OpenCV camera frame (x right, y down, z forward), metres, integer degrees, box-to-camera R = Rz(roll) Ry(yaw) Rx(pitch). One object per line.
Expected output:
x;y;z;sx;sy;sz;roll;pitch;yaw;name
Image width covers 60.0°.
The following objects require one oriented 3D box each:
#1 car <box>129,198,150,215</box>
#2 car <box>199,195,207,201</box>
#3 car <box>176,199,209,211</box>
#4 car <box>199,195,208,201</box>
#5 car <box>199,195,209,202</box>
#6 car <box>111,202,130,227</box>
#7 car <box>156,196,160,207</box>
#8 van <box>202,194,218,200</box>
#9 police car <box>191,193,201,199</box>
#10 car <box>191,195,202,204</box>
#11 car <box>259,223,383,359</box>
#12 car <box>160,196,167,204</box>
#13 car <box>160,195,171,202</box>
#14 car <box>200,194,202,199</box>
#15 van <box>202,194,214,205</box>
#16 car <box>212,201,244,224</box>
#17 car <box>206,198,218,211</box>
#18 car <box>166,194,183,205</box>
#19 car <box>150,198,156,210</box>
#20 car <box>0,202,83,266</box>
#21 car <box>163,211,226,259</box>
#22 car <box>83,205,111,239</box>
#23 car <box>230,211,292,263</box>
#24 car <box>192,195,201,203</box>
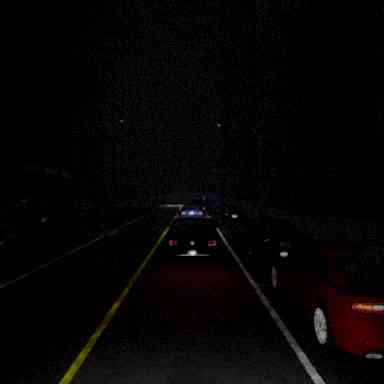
-5.836;1.527;34.175;1.887;1.381;4.507;1;0;0;car
2.713;1.449;84.796;1.887;1.381;4.507;1;0;0;car
0.030;1.536;25.916;2.033;1.411;5.357;0;0;0;car
2.711;1.461;79.173;1.887;1.381;4.507;1;0;0;car
2.708;1.478;73.548;2.008;1.369;4.403;1;0;0;car
-5.841;1.556;22.925;1.947;1.339;4.313;1;0;0;car
-5.830;1.515;45.424;1.887;1.381;4.507;1;0;0;car
2.697;1.311;45.424;1.690;1.788;3.998;1;0;0;van
0.776;1.388;51.956;1.930;1.638;5.238;0;0;-3;police car
0.769;1.425;61.883;1.882;1.535;5.008;0;0;0;car
2.678;1.543;6.051;1.887;1.381;4.507;1;0;0;car
-5.822;1.491;62.298;1.887;1.381;4.507;1;0;0;car
-5.817;1.478;73.546;2.008;1.369;4.403;1;0;0;car
2.699;1.404;51.048;1.967;1.590;4.097;1;0;0;car
2.703;1.296;56.674;1.690;1.788;3.998;1;0;0;van
2.685;1.555;22.925;1.947;1.339;4.313;1;0;0;car
2.690;1.564;34.175;1.802;1.307;4.206;1;0;0;car
-3.021;1.478;58.769;1.812;1.442;4.674;0;0;1;car
-5.832;1.417;39.799;1.967;1.590;4.097;1;0;0;car
-5.843;1.311;11.677;2.192;1.841;5.009;1;0;0;car
0.040;1.596;12.483;1.895;1.301;4.718;0;0;1;car
-5.843;1.559;17.302;1.947;1.339;4.313;1;0;0;car
2.680;1.561;11.676;1.947;1.339;4.313;1;0;0;car
0.930;1.463;67.886;1.812;1.442;4.674;0;0;0;car
